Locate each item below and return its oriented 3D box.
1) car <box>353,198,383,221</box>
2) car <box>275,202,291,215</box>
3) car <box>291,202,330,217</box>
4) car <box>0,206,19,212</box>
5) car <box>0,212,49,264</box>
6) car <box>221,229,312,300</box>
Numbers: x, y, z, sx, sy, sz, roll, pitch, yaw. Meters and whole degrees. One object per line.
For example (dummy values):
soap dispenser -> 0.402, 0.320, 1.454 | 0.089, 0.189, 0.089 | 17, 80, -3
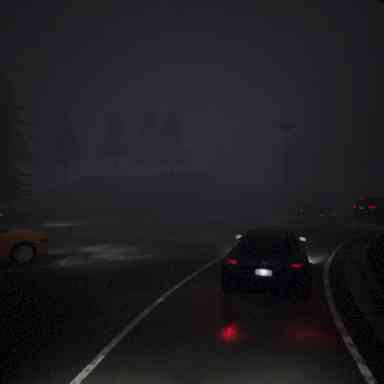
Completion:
car -> 17.297, 1.562, 31.008 | 5.566, 2.045, 2.150 | 1, -1, -33
car -> 12.219, 1.914, 40.235 | 4.902, 1.511, 2.128 | 1, -1, -33
car -> 13.386, 1.955, 36.811 | 4.181, 1.385, 1.994 | 1, -1, -33
car -> -13.183, 1.732, 23.484 | 4.674, 1.442, 1.812 | 1, -1, -33
car -> -7.270, 1.569, 10.612 | 5.008, 1.535, 1.882 | 1, -1, -34
car -> 2.046, 1.657, 8.819 | 1.994, 1.385, 4.181 | 0, -1, 16
